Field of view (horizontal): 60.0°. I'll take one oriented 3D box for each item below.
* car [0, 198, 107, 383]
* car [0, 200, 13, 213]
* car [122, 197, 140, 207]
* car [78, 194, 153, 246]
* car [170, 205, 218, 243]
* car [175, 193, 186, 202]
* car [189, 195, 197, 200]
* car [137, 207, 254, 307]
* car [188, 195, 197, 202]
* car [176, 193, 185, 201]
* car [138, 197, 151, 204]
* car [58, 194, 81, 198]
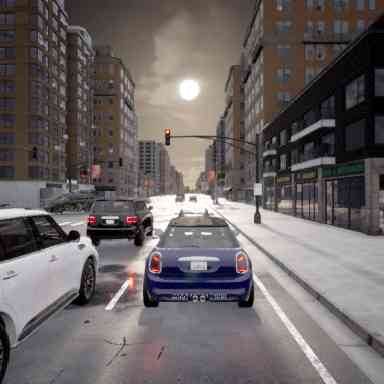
[{"bbox_3d":[-3.140,1.222,4.955,2.150,2.045,5.566,0,0,1],"label":"car"},{"bbox_3d":[-22.028,1.596,36.027,4.313,1.339,1.947,0,0,0],"label":"car"},{"bbox_3d":[-9.659,1.587,53.088,1.994,1.385,4.181,0,0,0],"label":"car"},{"bbox_3d":[-3.100,1.224,15.308,2.150,2.045,5.566,0,0,0],"label":"car"},{"bbox_3d":[0.113,1.494,17.182,2.128,1.511,4.902,0,0,1],"label":"car"},{"bbox_3d":[-2.985,1.583,77.783,2.033,1.411,5.357,0,0,0],"label":"car"},{"bbox_3d":[0.300,1.496,88.193,1.994,1.385,4.181,0,0,0],"label":"car"},{"bbox_3d":[0.125,1.353,8.113,2.097,1.767,4.553,0,0,0],"label":"car"},{"bbox_3d":[0.267,1.568,78.185,1.812,1.442,4.674,0,0,0],"label":"car"},{"bbox_3d":[-2.950,1.168,88.235,2.150,2.045,5.566,0,0,0],"label":"car"},{"bbox_3d":[-9.532,1.636,67.415,1.895,1.301,4.718,0,0,0],"label":"car"},{"bbox_3d":[-12.760,1.233,34.736,2.150,2.045,5.566,2,2,42],"label":"car"}]
